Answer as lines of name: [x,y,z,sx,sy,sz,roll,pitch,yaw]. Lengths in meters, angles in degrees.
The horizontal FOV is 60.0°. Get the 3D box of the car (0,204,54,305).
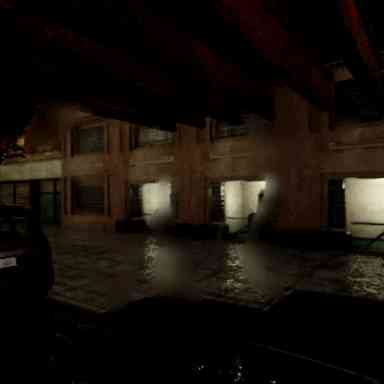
car: [-5.250,1.285,7.024,5.566,2.045,2.435,0,0,35]

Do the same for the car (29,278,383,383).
car: [0.847,1.602,2.832,4.718,1.301,1.895,0,0,35]
